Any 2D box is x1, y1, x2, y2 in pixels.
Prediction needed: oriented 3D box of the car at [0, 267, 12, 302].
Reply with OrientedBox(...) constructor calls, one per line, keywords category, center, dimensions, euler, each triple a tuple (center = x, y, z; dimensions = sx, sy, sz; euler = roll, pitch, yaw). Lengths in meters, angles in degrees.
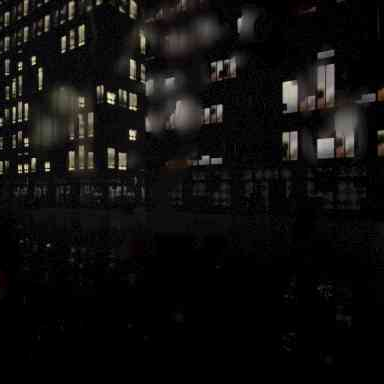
OrientedBox(category="car", center=(-5.559, 1.526, 6.817), dimensions=(4.829, 1.417, 1.752), euler=(0, 0, 35))
